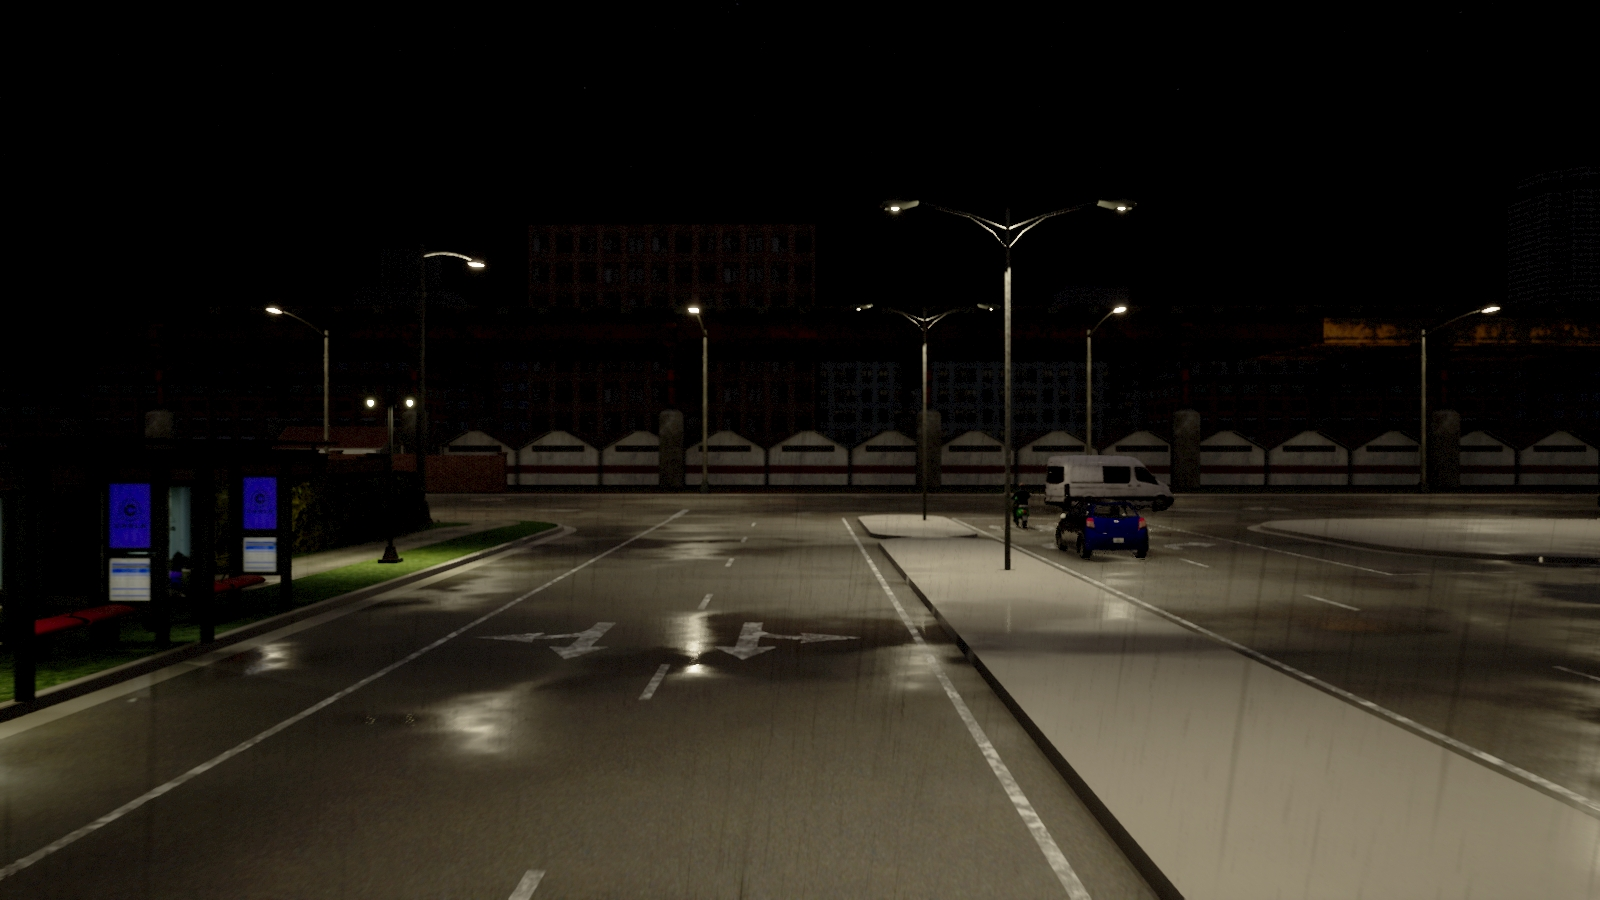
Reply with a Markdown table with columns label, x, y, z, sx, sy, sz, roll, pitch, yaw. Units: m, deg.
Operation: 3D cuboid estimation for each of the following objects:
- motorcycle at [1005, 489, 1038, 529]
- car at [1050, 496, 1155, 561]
| label | x | y | z | sx | sy | sz | roll | pitch | yaw |
| --- | --- | --- | --- | --- | --- | --- | --- | --- | --- |
| motorcycle | 8.011 | 2.137 | 41.446 | 0.856 | 1.341 | 1.805 | 0 | 0 | 1 |
| car | 8.006 | 2.044 | 30.558 | 1.845 | 1.501 | 3.633 | 0 | 0 | 0 |
